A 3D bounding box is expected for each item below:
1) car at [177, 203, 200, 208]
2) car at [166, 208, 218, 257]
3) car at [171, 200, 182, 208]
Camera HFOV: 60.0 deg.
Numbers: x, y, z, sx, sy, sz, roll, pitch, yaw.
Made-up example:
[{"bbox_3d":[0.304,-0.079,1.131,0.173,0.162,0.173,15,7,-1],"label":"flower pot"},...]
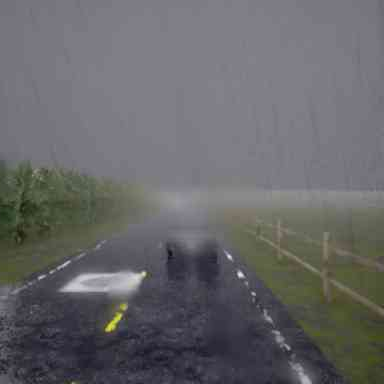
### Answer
[{"bbox_3d":[0.019,1.844,28.499,1.994,1.385,4.181,0,0,0],"label":"car"},{"bbox_3d":[0.016,1.629,13.494,2.128,1.511,4.902,0,0,0],"label":"car"},{"bbox_3d":[-2.807,2.091,60.039,1.812,1.442,4.674,0,-1,0],"label":"car"}]
